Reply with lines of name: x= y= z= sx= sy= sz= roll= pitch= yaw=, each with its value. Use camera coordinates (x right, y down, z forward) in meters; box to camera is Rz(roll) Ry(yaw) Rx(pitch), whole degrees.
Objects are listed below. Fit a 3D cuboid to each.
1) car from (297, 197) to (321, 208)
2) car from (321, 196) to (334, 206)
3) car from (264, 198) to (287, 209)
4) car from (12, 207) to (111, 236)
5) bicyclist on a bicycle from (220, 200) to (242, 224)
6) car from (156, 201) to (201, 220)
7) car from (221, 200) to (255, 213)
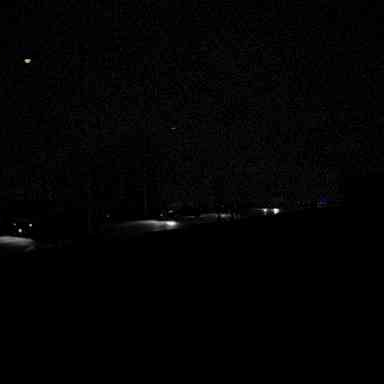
car: x=16.356 y=1.493 z=47.003 sx=1.994 sy=1.385 sz=4.181 roll=-1 pitch=-1 yaw=35
car: x=22.074 y=1.472 z=55.112 sx=1.882 sy=1.535 sz=5.008 roll=-1 pitch=-1 yaw=35
car: x=11.429 y=1.486 z=45.052 sx=1.812 sy=1.442 sz=4.674 roll=-1 pitch=-1 yaw=36
car: x=-7.085 y=1.531 z=18.750 sx=2.033 sy=1.411 sz=5.357 roll=-1 pitch=-1 yaw=34
bicyclist on a bicycle: x=2.583 y=1.341 z=22.234 sx=1.656 sy=1.620 sz=0.582 roll=0 pitch=0 yaw=35
car: x=-1.008 y=1.487 z=27.524 sx=1.812 sy=1.442 sz=4.674 roll=-1 pitch=0 yaw=35
car: x=5.061 y=1.545 z=36.100 sx=1.895 sy=1.301 sz=4.718 roll=-1 pitch=-1 yaw=35
